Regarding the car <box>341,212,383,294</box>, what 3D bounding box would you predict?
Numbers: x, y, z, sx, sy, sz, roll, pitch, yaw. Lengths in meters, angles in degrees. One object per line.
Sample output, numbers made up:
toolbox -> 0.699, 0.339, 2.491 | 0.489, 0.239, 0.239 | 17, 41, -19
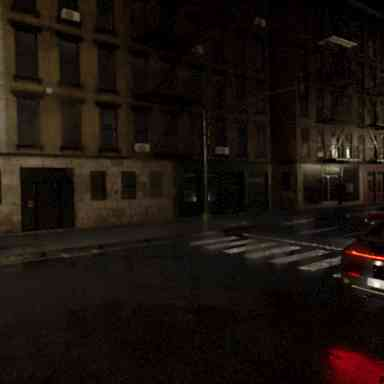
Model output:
car -> 5.112, 1.253, 7.036 | 4.892, 1.490, 1.837 | -1, 1, -35

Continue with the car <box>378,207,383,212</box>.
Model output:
car -> 9.076, 1.051, 13.947 | 4.674, 1.442, 1.812 | -2, 1, -34
